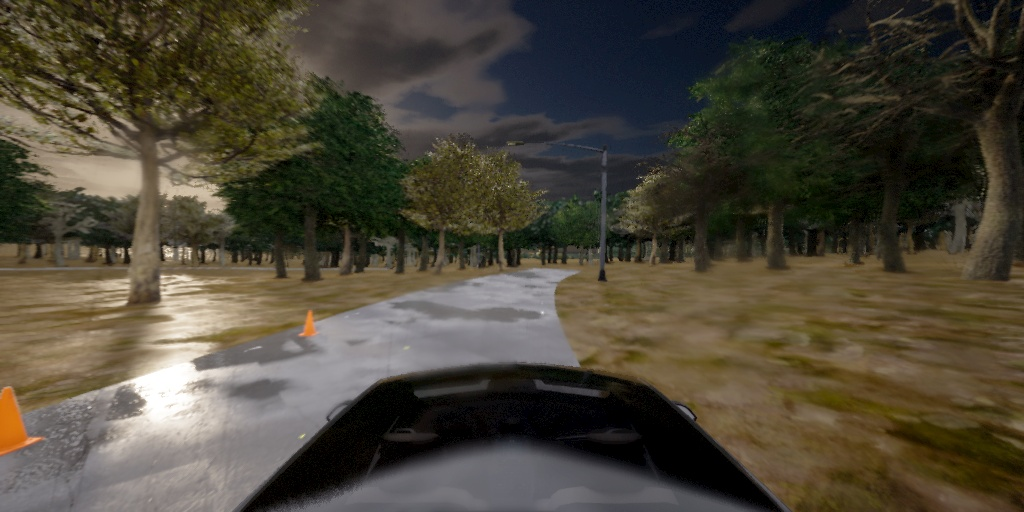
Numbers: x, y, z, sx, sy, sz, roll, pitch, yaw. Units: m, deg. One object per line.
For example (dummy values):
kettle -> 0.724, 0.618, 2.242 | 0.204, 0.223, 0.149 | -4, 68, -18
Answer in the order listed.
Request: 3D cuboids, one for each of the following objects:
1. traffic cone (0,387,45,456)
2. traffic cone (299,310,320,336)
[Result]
traffic cone -> -5.007, 1.599, 3.553 | 0.340, 0.580, 0.340 | 0, 0, 0
traffic cone -> -4.883, 1.593, 8.654 | 0.340, 0.580, 0.340 | 0, 0, 2
